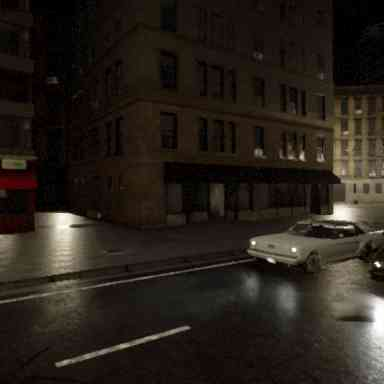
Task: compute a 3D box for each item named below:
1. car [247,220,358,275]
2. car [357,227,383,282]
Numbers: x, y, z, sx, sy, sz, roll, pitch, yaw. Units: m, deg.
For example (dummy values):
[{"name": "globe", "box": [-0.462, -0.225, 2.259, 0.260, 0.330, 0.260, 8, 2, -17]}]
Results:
[{"name": "car", "box": [3.995, 1.584, 10.525, 4.718, 1.301, 1.895, 0, 0, -35]}, {"name": "car", "box": [6.662, 1.529, 8.436, 5.357, 1.411, 2.033, 0, 0, -36]}]
